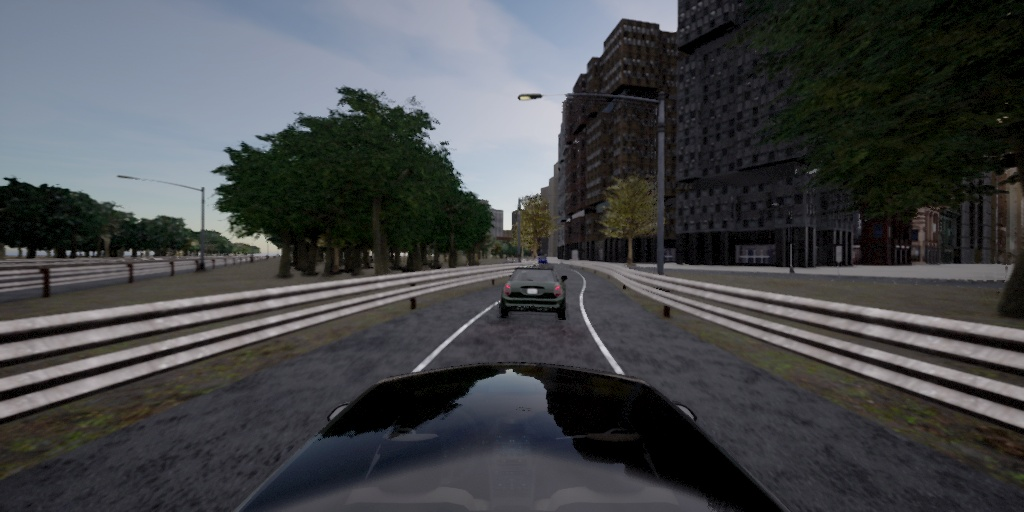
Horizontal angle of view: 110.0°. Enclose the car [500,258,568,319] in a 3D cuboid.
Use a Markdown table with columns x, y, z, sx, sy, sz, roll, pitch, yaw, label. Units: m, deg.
| x | y | z | sx | sy | sz | roll | pitch | yaw | label |
| --- | --- | --- | --- | --- | --- | --- | --- | --- | --- |
| 0.928 | 1.103 | 13.121 | 2.097 | 1.767 | 4.553 | 1 | 0 | 8 | car |
